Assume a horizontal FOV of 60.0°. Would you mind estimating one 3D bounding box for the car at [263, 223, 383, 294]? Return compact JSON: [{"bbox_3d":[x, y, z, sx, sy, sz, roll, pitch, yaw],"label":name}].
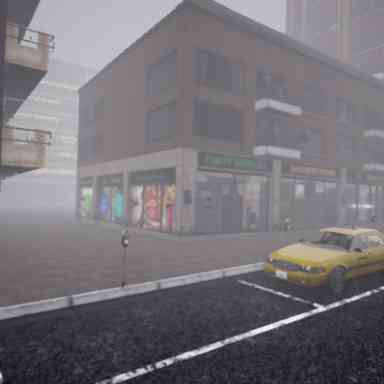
[{"bbox_3d":[3.997,1.556,8.923,4.829,1.417,1.752,0,2,-35],"label":"car"}]
